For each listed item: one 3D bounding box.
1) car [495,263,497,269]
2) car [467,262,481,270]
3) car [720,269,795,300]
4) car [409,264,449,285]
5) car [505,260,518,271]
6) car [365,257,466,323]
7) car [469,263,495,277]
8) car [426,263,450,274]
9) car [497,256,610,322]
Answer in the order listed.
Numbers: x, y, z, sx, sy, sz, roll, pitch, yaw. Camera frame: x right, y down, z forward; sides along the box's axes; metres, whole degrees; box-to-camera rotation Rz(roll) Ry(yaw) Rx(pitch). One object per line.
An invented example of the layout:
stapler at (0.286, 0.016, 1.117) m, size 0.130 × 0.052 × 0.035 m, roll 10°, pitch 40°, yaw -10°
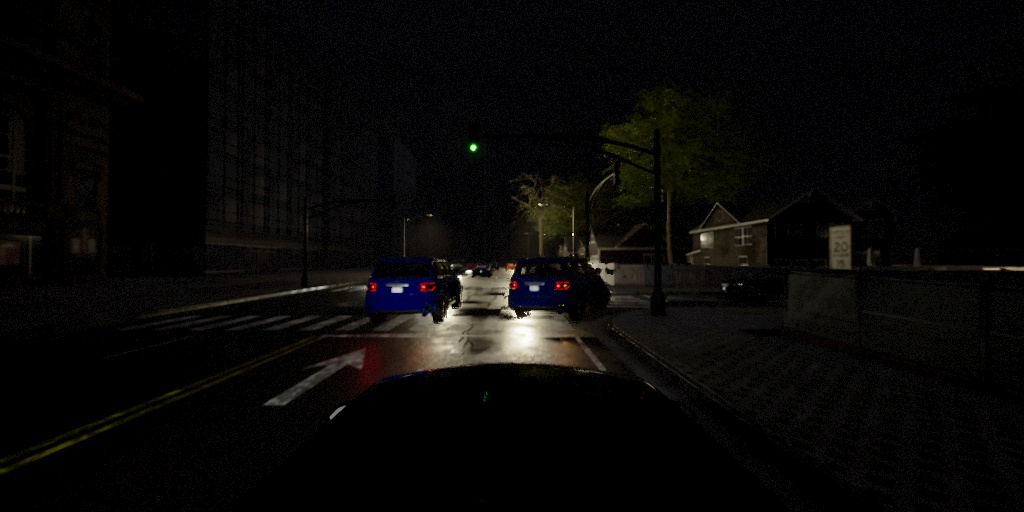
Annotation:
car at (-3.247, 1.801, 63.009) m, size 1.895 × 1.301 × 4.718 m, roll 0°, pitch 0°, yaw 0°
car at (-6.540, 1.796, 62.376) m, size 1.895 × 1.301 × 4.718 m, roll 0°, pitch 0°, yaw 0°
car at (13.336, 1.402, 18.391) m, size 4.902 × 1.511 × 2.128 m, roll 0°, pitch -1°, yaw 0°
car at (-6.607, 1.428, 29.180) m, size 2.128 × 1.511 × 4.902 m, roll 0°, pitch 0°, yaw 0°
car at (-0.020, 1.529, 60.258) m, size 2.097 × 1.767 × 4.553 m, roll 0°, pitch 0°, yaw 0°
car at (-3.156, 1.042, 12.535) m, size 2.150 × 2.045 × 5.566 m, roll 0°, pitch 0°, yaw 0°
car at (-3.162, 1.572, 38.768) m, size 1.994 × 1.385 × 4.181 m, roll 0°, pitch 0°, yaw 0°
car at (-9.840, 1.628, 48.096) m, size 2.033 × 1.411 × 5.357 m, roll 0°, pitch 0°, yaw 0°
car at (1.834, 1.045, 12.958) m, size 2.150 × 2.045 × 5.566 m, roll -2°, pitch -1°, yaw 26°
